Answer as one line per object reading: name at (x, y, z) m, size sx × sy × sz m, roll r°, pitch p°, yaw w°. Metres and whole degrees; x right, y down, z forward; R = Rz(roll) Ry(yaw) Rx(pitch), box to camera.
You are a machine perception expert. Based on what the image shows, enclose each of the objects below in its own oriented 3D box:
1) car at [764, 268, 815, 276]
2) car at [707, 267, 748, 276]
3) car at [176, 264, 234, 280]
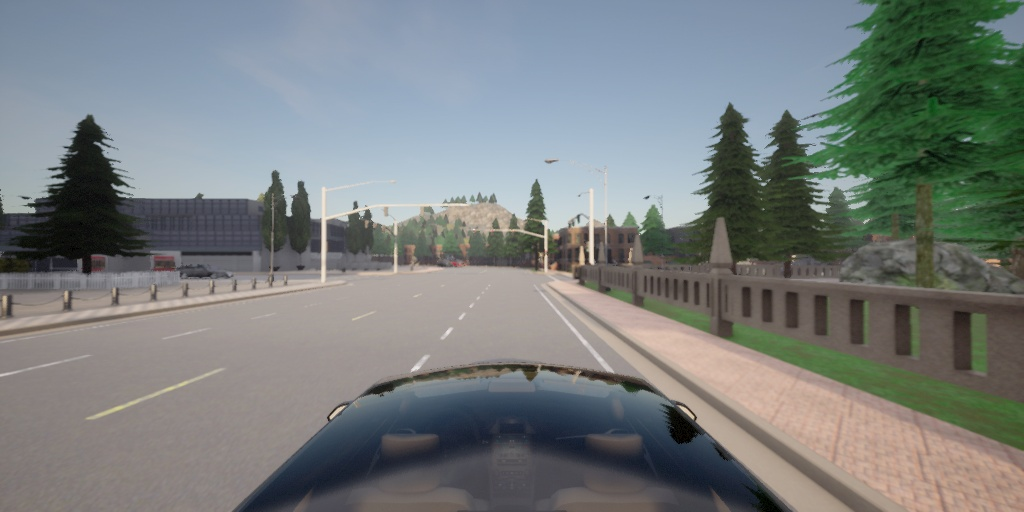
car at (32.890, 1.775, 42.262) m, size 5.357 × 1.411 × 2.033 m, roll 0°, pitch -1°, yaw 0°
car at (20.476, 1.582, 35.253) m, size 4.902 × 1.511 × 2.128 m, roll 1°, pitch -1°, yaw 0°
car at (-30.122, 1.582, 35.210) m, size 4.902 × 1.511 × 2.128 m, roll 1°, pitch -1°, yaw 0°
